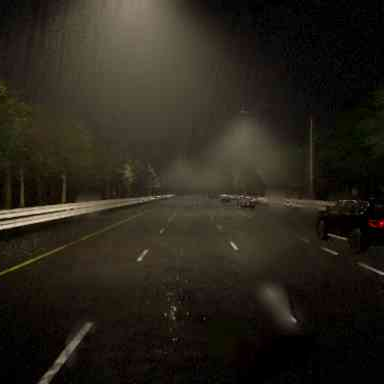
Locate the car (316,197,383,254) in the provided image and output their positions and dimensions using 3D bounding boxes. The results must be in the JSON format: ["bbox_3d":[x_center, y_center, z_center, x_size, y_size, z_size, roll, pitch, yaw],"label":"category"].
[{"bbox_3d":[7.001,1.224,13.618,2.150,2.045,5.566,0,0,0],"label":"car"}]

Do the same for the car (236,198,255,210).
[{"bbox_3d":[7.002,1.556,43.917,2.033,1.411,5.357,0,0,0],"label":"car"}]

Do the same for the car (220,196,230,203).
[{"bbox_3d":[7.044,1.580,71.041,2.033,1.411,5.357,0,0,0],"label":"car"}]
